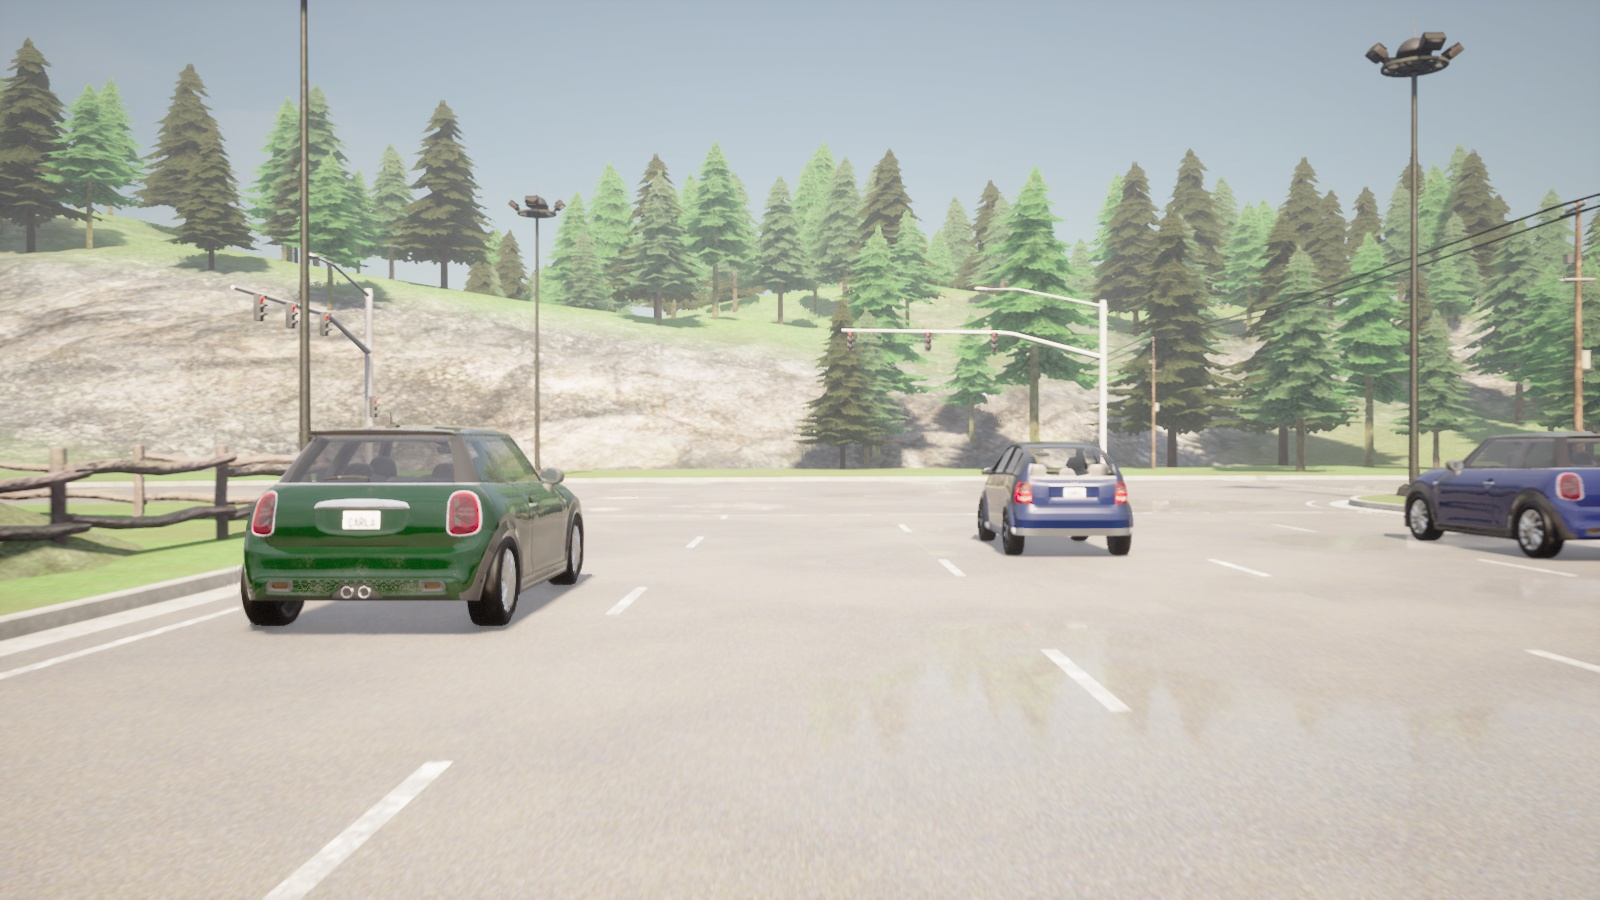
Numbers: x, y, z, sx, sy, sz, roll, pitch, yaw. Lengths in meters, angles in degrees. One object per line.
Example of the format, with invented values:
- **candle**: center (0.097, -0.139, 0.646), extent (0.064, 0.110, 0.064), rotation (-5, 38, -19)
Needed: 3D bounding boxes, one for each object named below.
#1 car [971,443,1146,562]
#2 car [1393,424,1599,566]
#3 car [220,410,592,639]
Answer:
- **car**: center (3.619, 0.671, 18.205), extent (1.789, 1.549, 3.705), rotation (0, 0, 0)
- **car**: center (10.619, 0.557, 18.007), extent (2.097, 1.767, 4.553), rotation (0, 0, 0)
- **car**: center (-3.416, 0.565, 11.968), extent (2.097, 1.767, 4.553), rotation (0, 0, 0)
